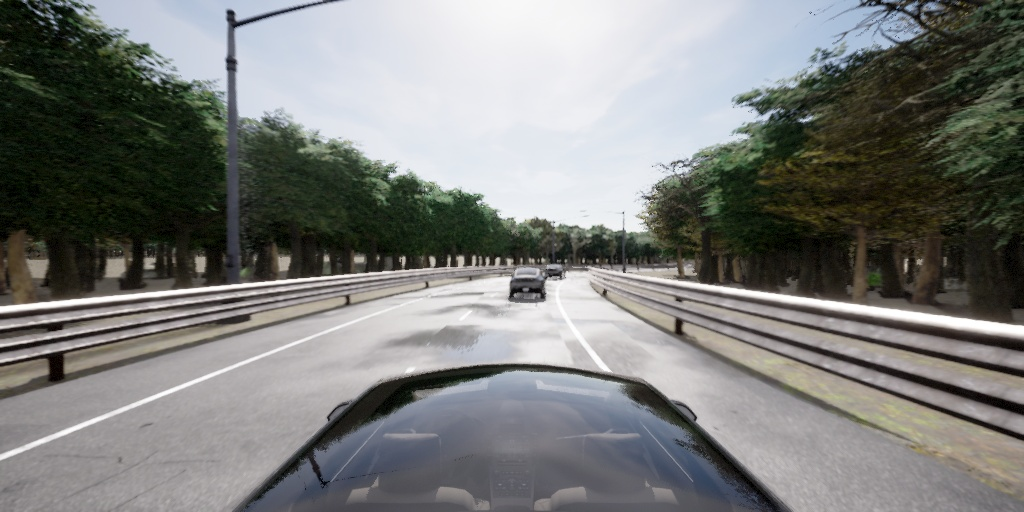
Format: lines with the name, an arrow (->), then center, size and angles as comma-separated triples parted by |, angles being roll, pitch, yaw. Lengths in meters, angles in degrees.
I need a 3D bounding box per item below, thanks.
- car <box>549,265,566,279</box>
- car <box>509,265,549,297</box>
car -> 4.711, 1.697, 38.887 | 1.837, 1.490, 4.892 | -1, -1, 16
car -> 0.943, 1.419, 19.951 | 1.837, 1.490, 4.892 | -1, 0, 6
